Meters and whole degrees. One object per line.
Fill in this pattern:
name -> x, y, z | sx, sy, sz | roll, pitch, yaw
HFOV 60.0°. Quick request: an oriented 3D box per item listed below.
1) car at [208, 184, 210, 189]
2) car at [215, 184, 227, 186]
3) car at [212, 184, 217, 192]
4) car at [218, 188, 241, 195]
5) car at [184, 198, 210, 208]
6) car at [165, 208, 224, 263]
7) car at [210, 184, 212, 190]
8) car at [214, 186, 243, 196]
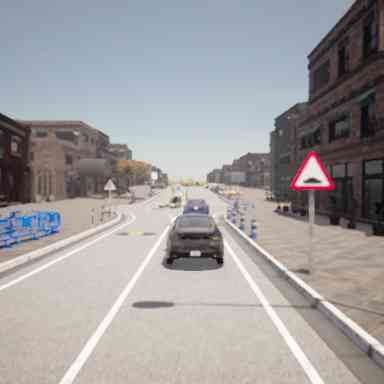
car -> 7.906, -0.927, 94.804 | 5.008, 1.535, 2.097 | 0, 2, -1
car -> 8.096, -0.303, 75.522 | 4.553, 1.767, 2.185 | 0, 2, -1
car -> 8.125, -0.546, 78.270 | 5.566, 2.045, 2.435 | 0, 2, -1
car -> 8.164, -0.016, 72.777 | 4.674, 1.452, 2.002 | 0, 2, -1
car -> 0.465, 1.262, 28.333 | 2.097, 1.767, 4.553 | 0, 1, 3
car -> 0.097, 1.539, 12.087 | 1.837, 1.490, 4.892 | 0, 0, 0
car -> 7.972, -0.730, 89.296 | 4.892, 1.521, 2.231 | 0, 2, -1
car -> 8.007, 0.066, 70.019 | 5.366, 1.575, 1.946 | 0, 3, -1
